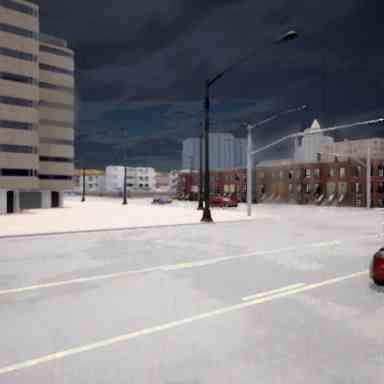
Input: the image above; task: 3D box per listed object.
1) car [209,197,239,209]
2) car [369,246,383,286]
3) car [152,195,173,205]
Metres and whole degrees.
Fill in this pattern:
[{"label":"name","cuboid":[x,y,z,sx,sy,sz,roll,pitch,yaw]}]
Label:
[{"label":"car","cuboid":[4.432,1.504,46.736,1.882,1.535,5.008,0,0,-36]},{"label":"car","cuboid":[6.223,1.572,8.182,4.181,1.385,1.994,0,0,-36]},{"label":"car","cuboid":[-5.343,1.379,60.409,2.097,1.767,4.553,0,0,-35]}]
